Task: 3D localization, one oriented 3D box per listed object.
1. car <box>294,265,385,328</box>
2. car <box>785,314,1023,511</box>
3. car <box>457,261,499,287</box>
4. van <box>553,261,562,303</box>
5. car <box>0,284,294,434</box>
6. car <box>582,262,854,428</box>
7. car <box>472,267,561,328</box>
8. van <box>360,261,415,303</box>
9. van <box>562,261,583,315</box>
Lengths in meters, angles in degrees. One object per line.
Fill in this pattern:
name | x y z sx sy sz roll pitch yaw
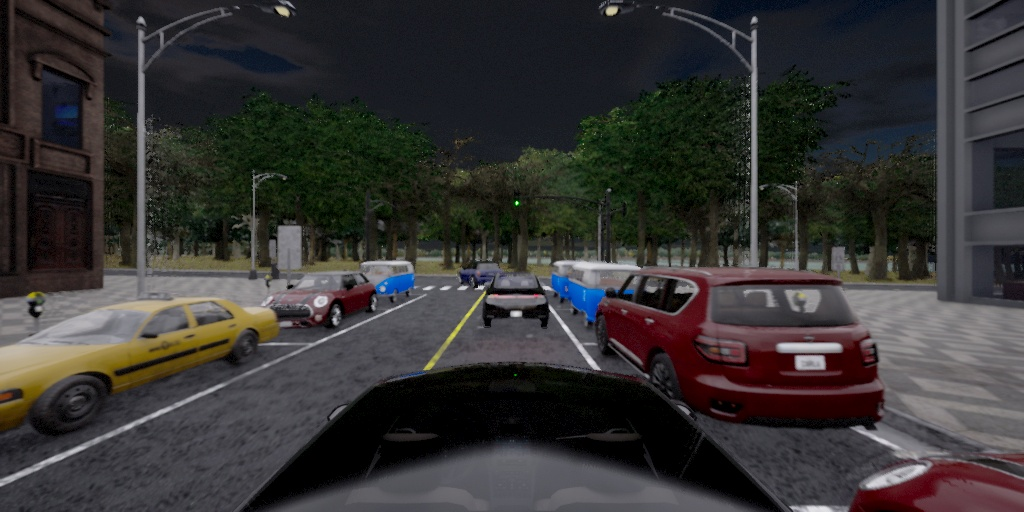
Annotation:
car | -5.762 1.210 11.144 1.967 1.591 4.097 0 0 0
car | 2.762 1.186 0.268 1.967 1.591 4.097 0 0 0
car | -2.186 1.142 24.254 2.097 1.767 4.553 1 0 -24
van | 2.764 1.123 16.581 1.690 1.789 3.998 0 0 0
car | -5.763 1.284 5.537 1.751 1.417 4.829 0 0 0
car | 2.763 1.073 5.706 2.192 1.841 5.009 0 0 0
car | 0.100 1.263 11.521 2.128 1.511 4.902 0 0 0
van | -5.761 1.123 16.582 1.690 1.789 3.998 0 0 0
van | 2.764 1.111 11.143 1.690 1.789 3.998 0 0 0
